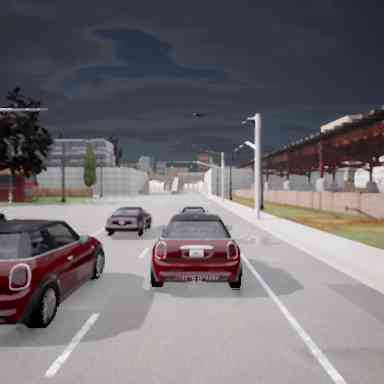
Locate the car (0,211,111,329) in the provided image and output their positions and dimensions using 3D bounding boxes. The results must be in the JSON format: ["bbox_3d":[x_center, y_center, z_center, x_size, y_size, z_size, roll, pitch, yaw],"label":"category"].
[{"bbox_3d":[-3.401,1.355,7.117,2.097,1.767,4.553,0,0,0],"label":"car"}]

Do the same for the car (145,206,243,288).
[{"bbox_3d":[0.099,1.356,9.399,2.097,1.767,4.553,0,0,0],"label":"car"}]

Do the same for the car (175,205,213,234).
[{"bbox_3d":[0.096,1.541,19.711,1.994,1.385,4.181,0,0,0],"label":"car"}]

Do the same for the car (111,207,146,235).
[{"bbox_3d":[-3.403,1.531,18.636,2.033,1.411,5.357,0,0,0],"label":"car"}]
